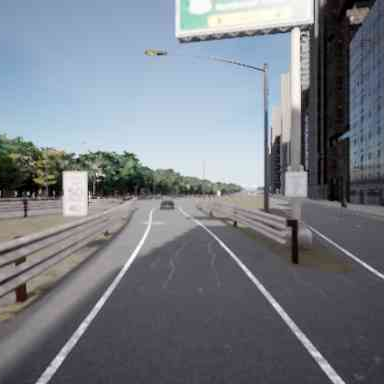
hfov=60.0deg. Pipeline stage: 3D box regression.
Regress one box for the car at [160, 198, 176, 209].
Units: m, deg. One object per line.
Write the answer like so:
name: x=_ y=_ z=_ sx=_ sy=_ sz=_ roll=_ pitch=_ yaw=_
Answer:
car: x=-3.258 y=1.520 z=44.868 sx=1.837 sy=1.490 sz=4.892 roll=0 pitch=0 yaw=-3
